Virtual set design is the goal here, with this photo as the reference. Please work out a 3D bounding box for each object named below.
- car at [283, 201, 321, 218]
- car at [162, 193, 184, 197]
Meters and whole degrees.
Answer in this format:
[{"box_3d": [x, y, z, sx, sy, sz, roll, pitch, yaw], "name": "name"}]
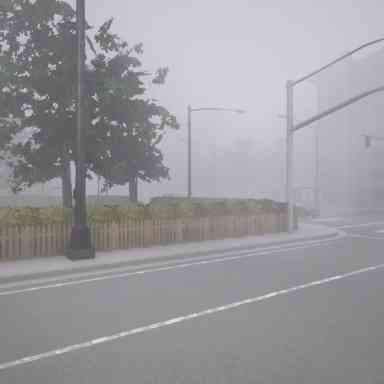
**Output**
[{"box_3d": [9.368, 1.526, 30.313, 1.812, 1.442, 4.674, 0, 0, -35], "name": "car"}, {"box_3d": [-2.338, 1.221, 47.233, 2.150, 2.045, 5.566, 0, 0, -35], "name": "car"}]
